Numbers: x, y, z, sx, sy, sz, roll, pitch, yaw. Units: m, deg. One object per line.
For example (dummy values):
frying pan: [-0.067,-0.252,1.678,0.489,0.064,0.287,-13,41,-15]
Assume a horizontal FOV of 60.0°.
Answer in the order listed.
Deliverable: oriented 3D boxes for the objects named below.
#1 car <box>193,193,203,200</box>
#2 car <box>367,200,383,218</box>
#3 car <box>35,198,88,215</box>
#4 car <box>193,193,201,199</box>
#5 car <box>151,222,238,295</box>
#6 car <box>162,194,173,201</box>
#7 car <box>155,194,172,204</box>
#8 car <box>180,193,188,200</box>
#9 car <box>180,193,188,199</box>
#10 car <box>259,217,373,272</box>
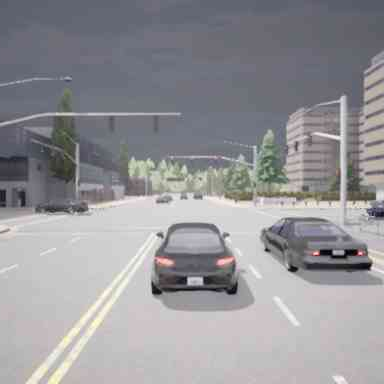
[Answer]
car: [1.574,1.125,78.905,1.837,1.490,4.892,0,0,-1]
car: [16.348,1.480,25.785,4.718,1.301,1.895,0,0,1]
car: [-12.188,1.358,31.086,4.892,1.490,1.837,0,-2,9]
car: [1.310,0.974,89.136,1.882,1.535,5.008,0,0,-1]
car: [0.037,1.485,8.494,1.812,1.442,4.674,0,0,-1]
car: [-5.235,1.217,71.409,1.994,1.385,4.181,0,0,-1]
car: [-4.885,1.305,55.061,1.994,1.385,4.181,0,0,-1]
car: [-1.915,1.165,78.413,2.033,1.411,5.357,0,0,-1]
car: [-2.188,1.049,89.048,1.994,1.385,4.181,0,0,-1]
car: [3.534,1.497,10.551,2.033,1.411,5.357,0,0,0]
